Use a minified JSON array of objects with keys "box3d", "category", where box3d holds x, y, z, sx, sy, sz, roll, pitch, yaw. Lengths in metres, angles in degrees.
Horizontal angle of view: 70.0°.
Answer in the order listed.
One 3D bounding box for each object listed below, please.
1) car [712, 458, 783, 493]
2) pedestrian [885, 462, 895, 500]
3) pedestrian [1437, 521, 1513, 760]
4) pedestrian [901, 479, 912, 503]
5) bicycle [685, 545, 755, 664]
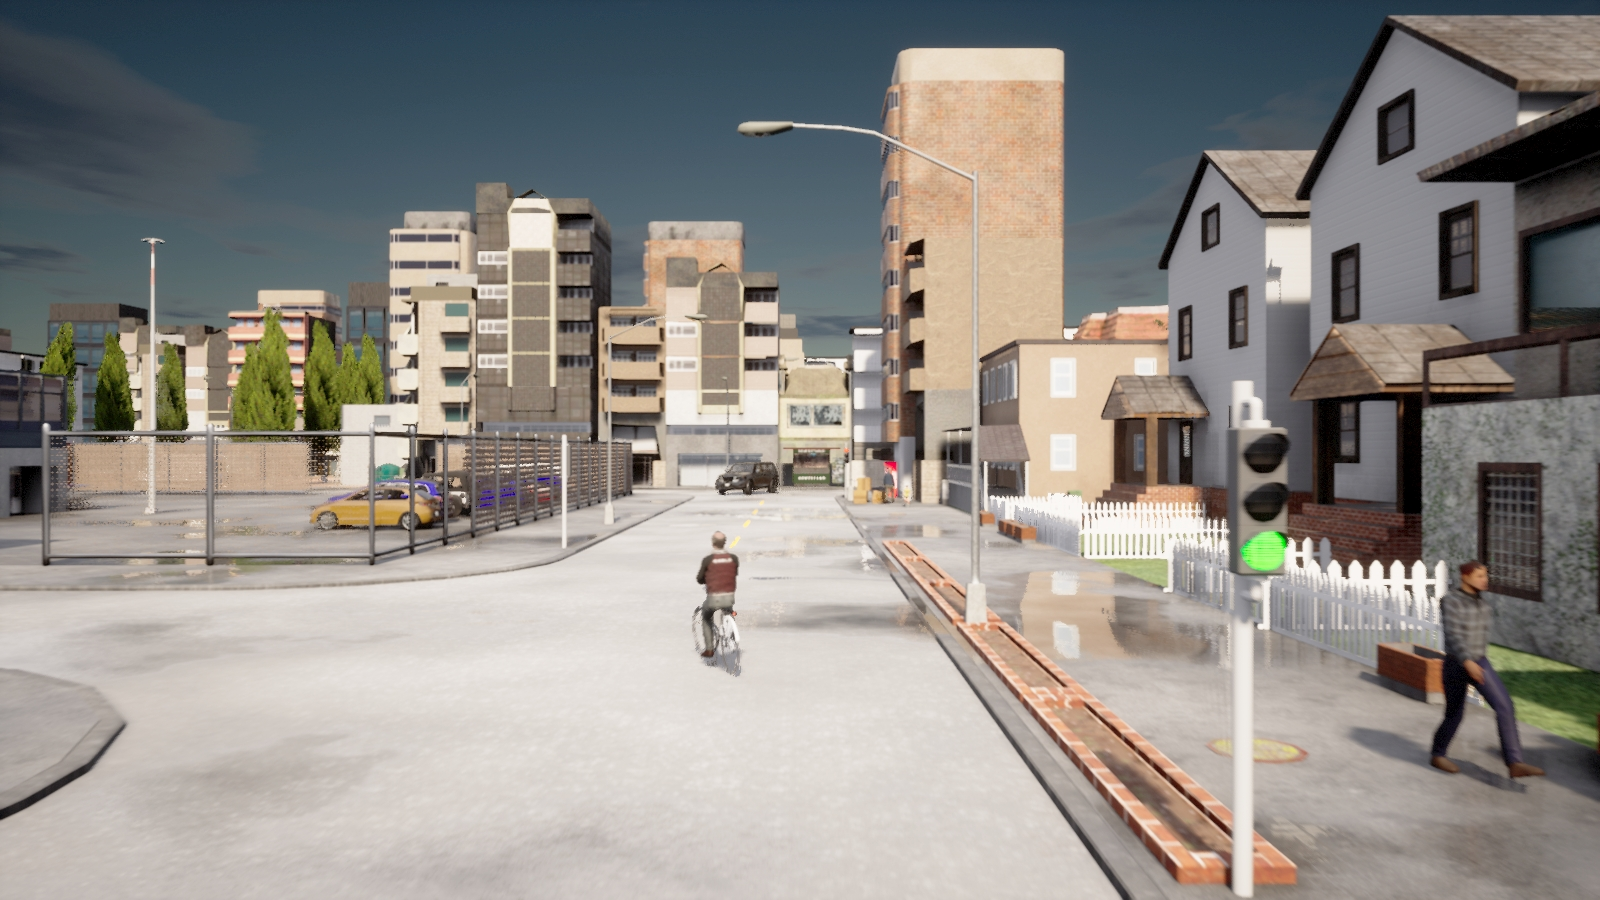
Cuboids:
[{"box3d":[-3.264,1.557,72.006,2.150,2.045,5.566,-1,0,25],"category":"car"},{"box3d":[4.443,1.514,56.620,0.375,1.860,0.375,0,0,32],"category":"pedestrian"},{"box3d":[5.469,1.523,9.263,0.375,1.860,0.375,0,0,-16],"category":"pedestrian"},{"box3d":[5.005,1.903,53.465,0.500,1.100,0.500,0,0,7],"category":"pedestrian"},{"box3d":[-1.056,1.940,14.723,0.329,1.271,1.835,-3,1,-21],"category":"bicycle"}]
